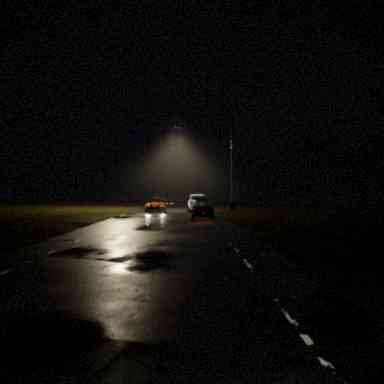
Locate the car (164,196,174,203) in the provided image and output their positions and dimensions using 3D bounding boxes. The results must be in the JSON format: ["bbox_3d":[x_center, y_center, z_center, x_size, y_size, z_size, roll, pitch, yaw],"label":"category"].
[{"bbox_3d":[-5.407,1.715,78.644,2.128,1.511,4.902,0,0,-3],"label":"car"}]

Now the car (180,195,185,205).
[{"bbox_3d":[-1.194,1.696,63.592,1.994,1.385,4.181,-1,0,-2],"label":"car"}]

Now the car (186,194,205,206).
[{"bbox_3d":[0.653,1.287,38.866,2.150,2.045,5.566,0,0,-1],"label":"car"}]

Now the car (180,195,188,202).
[{"bbox_3d":[-1.948,1.569,80.073,1.837,1.490,4.892,0,0,-3],"label":"car"}]

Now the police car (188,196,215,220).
[{"bbox_3d":[0.853,1.462,28.921,1.930,1.638,5.238,0,0,-1],"label":"police car"}]

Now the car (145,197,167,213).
[{"bbox_3d":[-3.952,1.409,36.891,2.097,1.767,4.553,0,0,-1],"label":"car"}]
